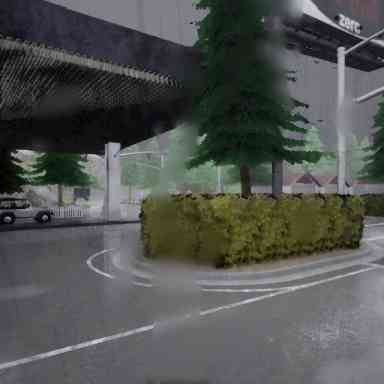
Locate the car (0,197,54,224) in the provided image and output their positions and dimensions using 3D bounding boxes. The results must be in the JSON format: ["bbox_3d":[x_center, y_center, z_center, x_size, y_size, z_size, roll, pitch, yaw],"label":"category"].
[{"bbox_3d":[-11.964,1.313,23.481,3.866,1.878,1.905,0,0,-36],"label":"car"}]
